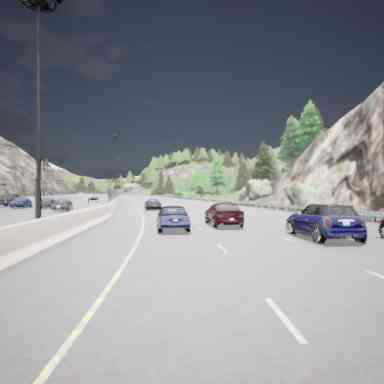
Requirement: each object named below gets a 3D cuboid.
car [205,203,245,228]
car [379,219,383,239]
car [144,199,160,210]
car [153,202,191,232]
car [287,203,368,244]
[{"bbox_3d":[2.061,1.466,22.188,1.882,1.535,5.008,0,0,-7],"label":"car"},{"bbox_3d":[9.942,1.451,13.792,1.882,1.535,5.008,0,0,-4],"label":"car"},{"bbox_3d":[-4.960,1.561,42.395,1.994,1.385,4.181,0,0,-11],"label":"car"},{"bbox_3d":[-1.180,1.543,20.139,2.033,1.411,5.357,0,0,-7],"label":"car"},{"bbox_3d":[6.234,1.333,15.929,2.097,1.767,4.553,0,0,-5],"label":"car"}]
